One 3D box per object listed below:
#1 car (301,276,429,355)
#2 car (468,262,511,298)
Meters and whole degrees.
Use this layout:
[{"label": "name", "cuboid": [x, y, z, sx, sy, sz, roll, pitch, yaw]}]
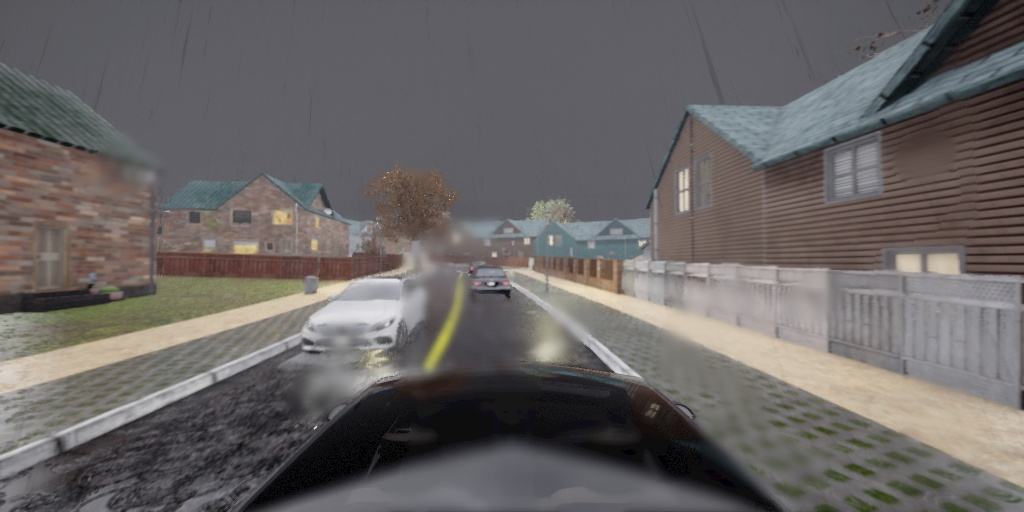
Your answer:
[{"label": "car", "cuboid": [-3.220, 1.247, 8.785, 1.812, 1.442, 4.674, 0, 0, -4]}, {"label": "car", "cuboid": [-1.134, 1.196, 17.574, 2.033, 1.411, 5.357, 0, 1, -7]}]
